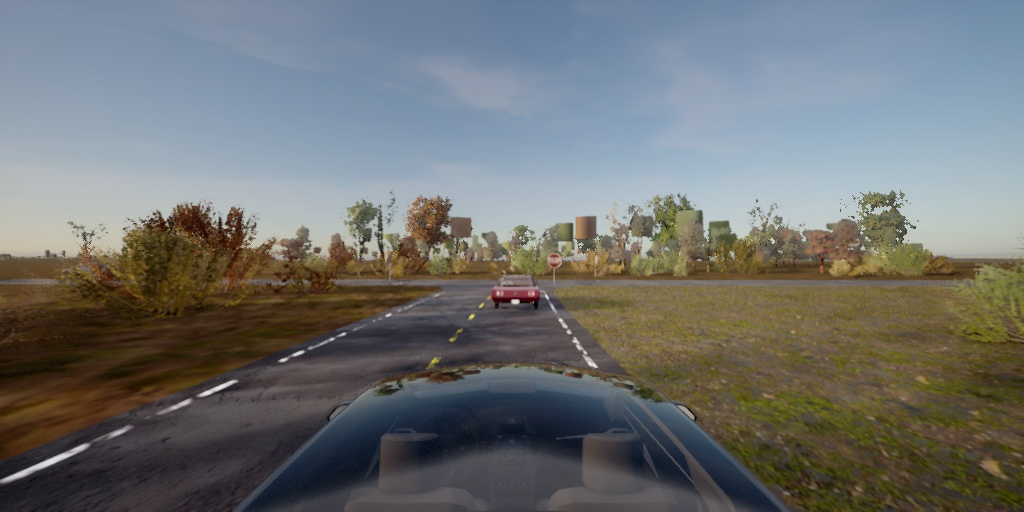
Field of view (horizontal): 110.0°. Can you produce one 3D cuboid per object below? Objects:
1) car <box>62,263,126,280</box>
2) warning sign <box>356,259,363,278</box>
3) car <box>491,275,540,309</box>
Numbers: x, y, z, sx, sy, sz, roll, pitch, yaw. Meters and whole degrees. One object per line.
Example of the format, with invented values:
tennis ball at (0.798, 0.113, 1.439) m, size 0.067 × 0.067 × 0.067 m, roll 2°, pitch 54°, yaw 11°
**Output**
car at (-39.511, 1.434, 33.949) m, size 4.553 × 1.767 × 2.097 m, roll 0°, pitch -1°, yaw 2°
warning sign at (-15.255, 1.207, 35.720) m, size 1.060 × 1.860 × 1.300 m, roll 0°, pitch 0°, yaw 2°
car at (0.221, 1.483, 15.884) m, size 1.895 × 1.301 × 4.718 m, roll 0°, pitch 0°, yaw 2°
